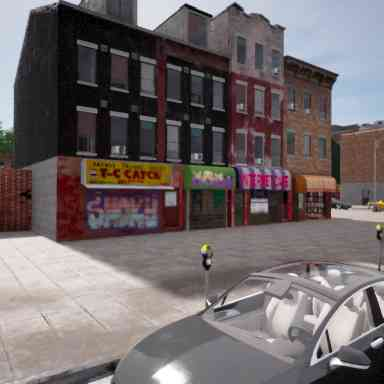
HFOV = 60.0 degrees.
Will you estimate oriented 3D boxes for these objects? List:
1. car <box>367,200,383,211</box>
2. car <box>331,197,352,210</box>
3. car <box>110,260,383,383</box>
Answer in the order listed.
[{"bbox_3d":[22.278,1.416,37.174,1.882,1.535,5.008,0,0,-36],"label":"car"},{"bbox_3d":[16.642,1.383,39.968,1.837,1.490,4.892,0,0,-36],"label":"car"},{"bbox_3d":[1.276,1.552,3.709,4.403,1.369,2.008,0,0,-35],"label":"car"}]
